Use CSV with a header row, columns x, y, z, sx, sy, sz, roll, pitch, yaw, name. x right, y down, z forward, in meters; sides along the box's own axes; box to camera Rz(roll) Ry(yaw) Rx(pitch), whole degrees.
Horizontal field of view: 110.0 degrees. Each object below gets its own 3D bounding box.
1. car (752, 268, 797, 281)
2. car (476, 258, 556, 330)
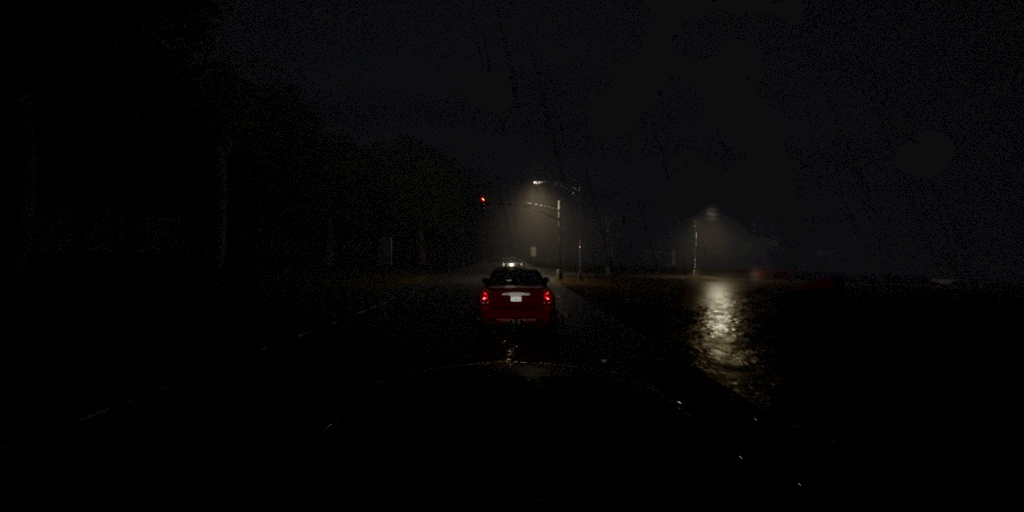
x,y,z,sx,sy,sz,roll,pitch,yaw,name
30.621,2.158,41.852,4.674,1.442,1.812,2,0,0,car
0.102,1.070,11.101,2.097,1.767,4.553,0,1,0,car
